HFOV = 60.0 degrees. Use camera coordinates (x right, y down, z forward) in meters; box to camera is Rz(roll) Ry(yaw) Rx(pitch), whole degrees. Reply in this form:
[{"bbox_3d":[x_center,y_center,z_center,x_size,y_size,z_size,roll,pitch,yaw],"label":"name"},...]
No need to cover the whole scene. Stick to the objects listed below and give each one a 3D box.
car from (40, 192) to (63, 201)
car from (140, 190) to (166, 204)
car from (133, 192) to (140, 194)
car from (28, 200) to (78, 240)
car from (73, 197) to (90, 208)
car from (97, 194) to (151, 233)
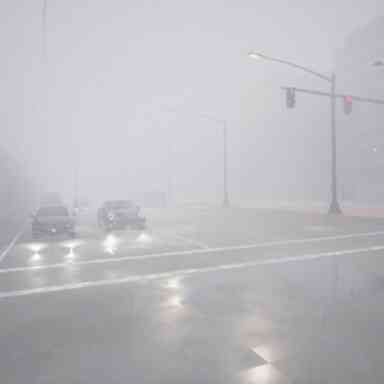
[{"bbox_3d":[-15.988,1.065,37.946,2.150,2.045,5.566,-1,1,-23],"label":"car"},{"bbox_3d":[-5.560,0.738,49.527,2.150,2.045,5.566,-1,1,-23],"label":"car"},{"bbox_3d":[-9.698,0.830,59.146,2.097,1.767,4.553,-1,1,-23],"label":"car"},{"bbox_3d":[-7.131,1.431,17.115,1.837,1.490,4.892,-1,2,-23],"label":"car"},{"bbox_3d":[-14.425,1.300,43.277,2.033,1.411,5.357,-1,1,-23],"label":"car"},{"bbox_3d":[-4.110,1.204,18.950,2.097,1.767,4.553,-1,1,-23],"label":"car"}]
